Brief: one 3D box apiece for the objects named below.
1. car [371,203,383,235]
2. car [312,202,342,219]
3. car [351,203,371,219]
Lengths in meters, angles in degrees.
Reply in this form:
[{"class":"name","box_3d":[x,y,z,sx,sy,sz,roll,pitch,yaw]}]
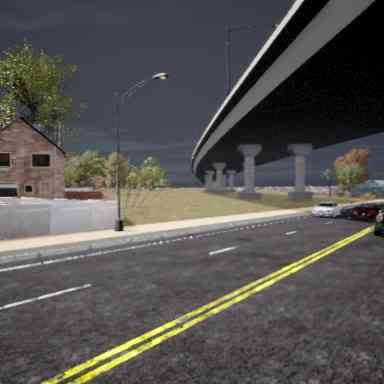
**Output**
[{"class":"car","box_3d":[11.687,1.441,18.614,2.097,1.767,4.553,0,0,37]},{"class":"car","box_3d":[12.744,1.648,31.207,1.812,1.442,4.674,0,0,37]},{"class":"car","box_3d":[15.611,1.696,29.611,1.994,1.385,4.181,0,0,37]}]
